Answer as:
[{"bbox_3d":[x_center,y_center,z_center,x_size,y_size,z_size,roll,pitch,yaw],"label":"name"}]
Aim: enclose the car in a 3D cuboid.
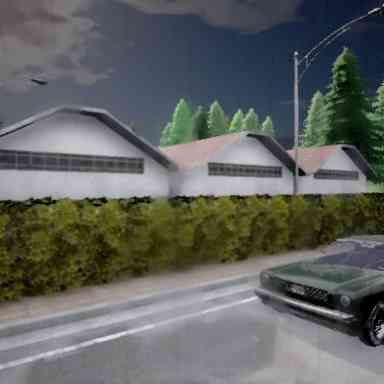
[{"bbox_3d":[3.442,1.569,6.380,4.718,1.301,1.895,0,0,-35],"label":"car"}]
